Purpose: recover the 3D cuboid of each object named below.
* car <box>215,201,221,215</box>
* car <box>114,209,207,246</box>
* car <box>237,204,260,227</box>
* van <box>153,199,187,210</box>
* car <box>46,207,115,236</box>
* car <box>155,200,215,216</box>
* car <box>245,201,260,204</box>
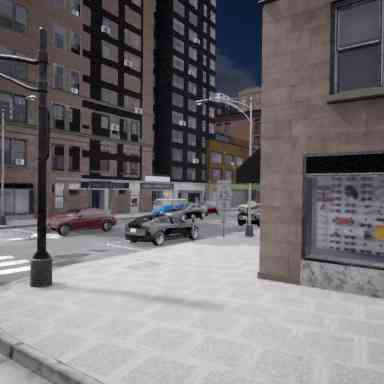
[{"bbox_3d":[1.302,1.644,34.835,1.967,1.590,4.097,0,0,36],"label":"car"},{"bbox_3d":[-1.402,1.763,16.469,1.947,1.339,4.313,0,0,36],"label":"car"},{"bbox_3d":[5.014,1.849,25.396,1.947,1.339,4.313,0,0,36],"label":"car"},{"bbox_3d":[-1.905,1.500,30.372,1.690,1.788,3.998,0,0,36],"label":"van"},{"bbox_3d":[-6.545,1.633,19.506,1.812,1.442,4.674,1,0,37],"label":"car"},{"bbox_3d":[-0.491,1.679,27.935,2.128,1.511,4.902,1,0,35],"label":"car"},{"bbox_3d":[9.017,1.871,41.114,2.033,1.411,5.357,1,0,36],"label":"car"}]
